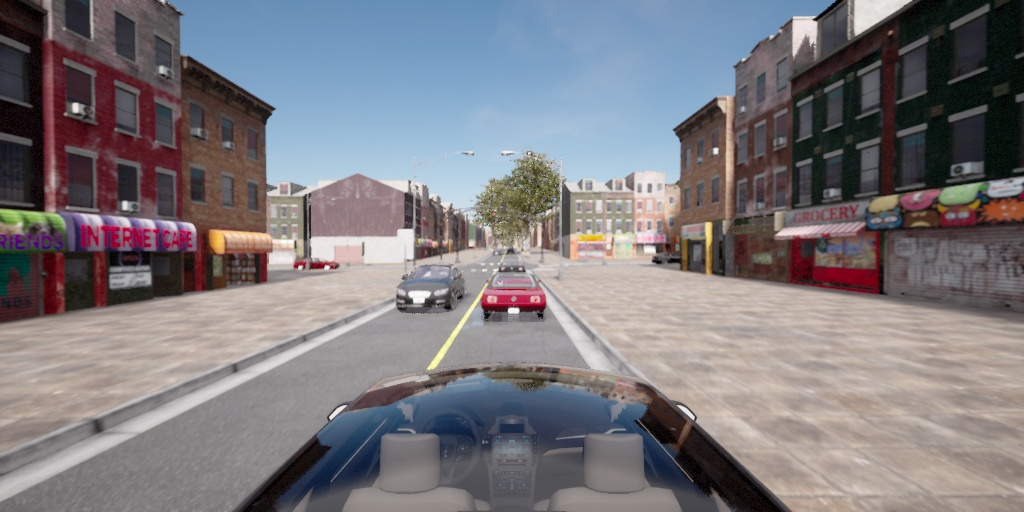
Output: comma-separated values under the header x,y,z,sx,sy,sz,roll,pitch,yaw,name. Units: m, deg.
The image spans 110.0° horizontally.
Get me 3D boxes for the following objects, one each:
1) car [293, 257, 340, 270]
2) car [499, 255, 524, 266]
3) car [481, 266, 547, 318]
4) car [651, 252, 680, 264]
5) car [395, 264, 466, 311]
x,y,z,sx,sy,sz,roll,pitch,yaw,name
-20.507,0.828,37.801,4.507,1.381,1.888,0,0,0,car
-0.011,0.866,26.589,1.895,1.301,4.718,0,1,0,car
0.048,1.199,12.227,1.895,1.301,4.718,0,1,0,car
17.073,0.276,38.077,4.313,1.339,1.948,0,0,0,car
-2.888,1.065,13.543,2.128,1.511,4.902,0,1,0,car
